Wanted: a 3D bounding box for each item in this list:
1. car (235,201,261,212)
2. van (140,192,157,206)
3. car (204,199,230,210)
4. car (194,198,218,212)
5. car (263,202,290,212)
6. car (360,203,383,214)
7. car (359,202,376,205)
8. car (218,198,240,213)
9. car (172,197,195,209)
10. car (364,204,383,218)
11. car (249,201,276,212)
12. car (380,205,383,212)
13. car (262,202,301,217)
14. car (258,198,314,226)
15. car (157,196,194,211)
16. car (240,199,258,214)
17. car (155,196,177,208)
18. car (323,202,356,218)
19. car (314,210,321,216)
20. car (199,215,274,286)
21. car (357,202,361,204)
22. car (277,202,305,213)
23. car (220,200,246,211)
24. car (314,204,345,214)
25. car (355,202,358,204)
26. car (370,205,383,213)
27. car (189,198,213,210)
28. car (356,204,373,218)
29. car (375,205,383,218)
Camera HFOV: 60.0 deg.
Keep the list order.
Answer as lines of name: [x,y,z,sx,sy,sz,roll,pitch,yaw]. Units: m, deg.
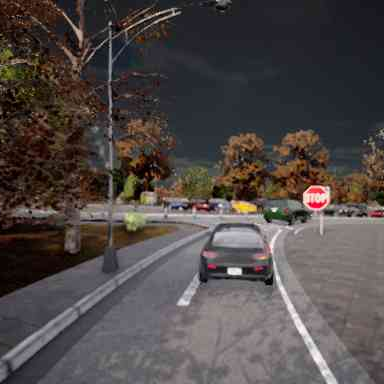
car: [9.138,2.320,54.970,2.163,1.488,4.792,3,-1,-20]
van: [-6.415,1.026,49.270,1.878,1.987,4.442,4,-1,-20]
car: [3.946,1.978,53.330,1.946,1.575,5.366,4,-1,-20]
car: [0.634,1.503,38.072,2.163,1.488,4.792,4,-1,-20]
car: [14.377,2.562,56.880,2.097,1.535,5.008,3,-1,-20]
car: [35.351,3.180,64.464,2.185,1.767,4.553,1,0,-20]
car: [26.829,2.817,47.498,2.185,1.767,4.553,2,-1,-20]
car: [3.259,1.537,39.018,2.185,1.767,4.553,4,-1,-20]
car: [-1.351,1.659,51.230,2.002,1.452,4.674,4,-1,-20]
car: [24.203,2.866,46.552,2.163,1.488,4.792,2,-1,-20]
car: [11.755,2.430,55.937,2.097,1.535,5.008,3,-1,-20]
car: [40.653,3.411,66.536,1.946,1.575,5.366,1,0,-20]
car: [11.117,2.180,41.806,2.231,1.521,4.892,3,-1,-20]
car: [7.952,1.614,27.695,2.150,2.045,5.566,1,-1,37]
car: [-1.959,1.315,37.076,2.163,1.488,4.792,4,-1,-20]
car: [5.873,1.843,39.920,2.097,1.535,5.008,4,-1,-20]
car: [-3.966,1.470,50.289,2.002,1.452,4.674,4,-1,-20]
car: [18.989,2.476,44.611,2.185,1.767,4.553,3,-1,-20]
car: [13.735,2.360,42.723,2.163,1.488,4.792,3,-1,-20]
car: [1.306,1.618,9.636,1.812,1.442,4.674,0,-1,9]
car: [30.106,2.919,62.574,2.435,2.045,5.566,2,0,-20]
car: [17.120,2.691,57.867,2.231,1.521,4.892,3,-1,-20]
car: [6.572,2.141,54.275,1.946,1.575,5.366,4,-1,-20]
car: [24.925,2.999,60.484,1.946,1.575,5.366,2,-1,-20]
car: [27.483,3.090,61.607,2.097,1.535,5.008,2,-1,-20]
car: [37.981,3.361,65.372,2.097,1.535,5.008,1,0,-20]
car: [1.375,1.839,52.239,2.163,1.488,4.792,4,-1,-20]
car: [21.602,2.752,45.554,2.163,1.488,4.792,3,-1,-20]
car: [29.443,2.912,48.439,2.185,1.767,4.553,2,-1,-20]
